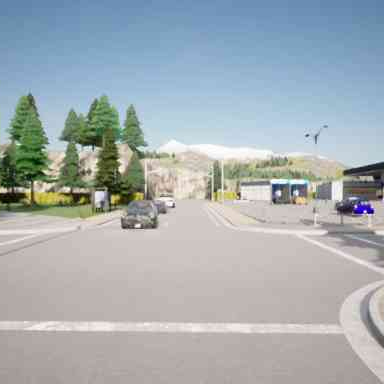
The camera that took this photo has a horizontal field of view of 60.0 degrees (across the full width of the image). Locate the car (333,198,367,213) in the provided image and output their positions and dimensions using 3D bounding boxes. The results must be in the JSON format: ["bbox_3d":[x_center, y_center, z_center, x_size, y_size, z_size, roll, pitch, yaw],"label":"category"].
[{"bbox_3d":[17.022,1.371,36.023,1.970,1.475,3.806,0,0,0],"label":"car"}]

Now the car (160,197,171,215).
[{"bbox_3d":[-3.586,1.552,34.037,1.994,1.385,4.181,0,0,0],"label":"car"}]

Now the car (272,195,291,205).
[{"bbox_3d":[14.223,1.320,54.666,2.007,1.523,4.514,0,0,0],"label":"car"}]

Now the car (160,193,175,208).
[{"bbox_3d":[-3.568,1.206,46.921,2.150,2.045,5.566,0,0,0],"label":"car"}]

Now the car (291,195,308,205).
[{"bbox_3d":[17.360,1.311,54.686,2.152,1.636,5.027,0,0,0],"label":"car"}]

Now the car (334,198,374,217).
[{"bbox_3d":[13.966,1.363,28.633,1.845,1.501,3.633,0,0,0],"label":"car"}]

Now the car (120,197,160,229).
[{"bbox_3d":[-3.297,1.344,21.299,2.097,1.767,4.553,0,0,-5],"label":"car"}]
